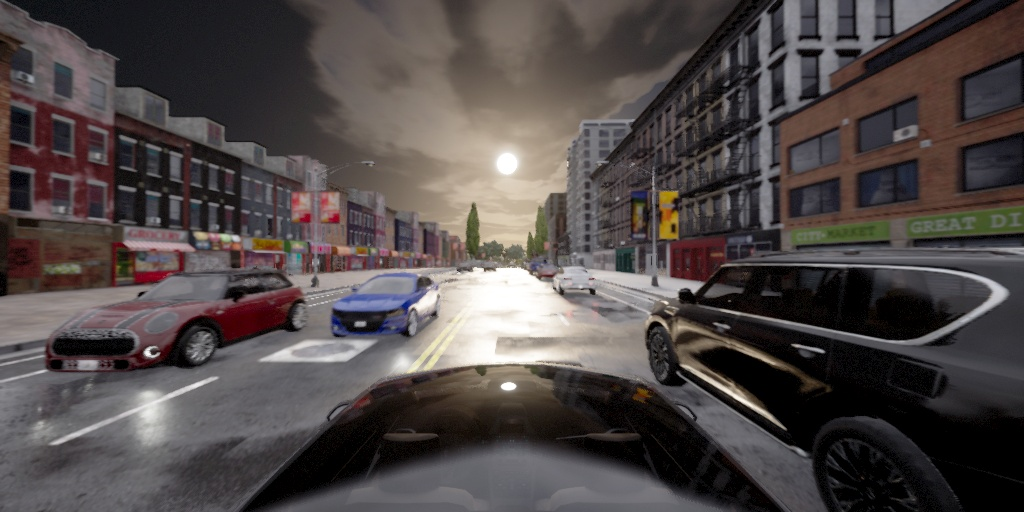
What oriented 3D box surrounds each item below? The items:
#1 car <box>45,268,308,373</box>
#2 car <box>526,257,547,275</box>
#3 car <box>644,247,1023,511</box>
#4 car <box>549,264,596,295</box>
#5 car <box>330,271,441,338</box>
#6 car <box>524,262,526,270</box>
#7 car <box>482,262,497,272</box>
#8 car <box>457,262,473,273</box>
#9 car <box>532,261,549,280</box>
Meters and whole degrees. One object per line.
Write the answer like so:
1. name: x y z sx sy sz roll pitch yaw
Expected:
1. car: -6.602 1.107 7.826 2.097 1.767 4.553 0 0 0
2. car: 3.234 1.207 43.866 2.150 2.045 5.566 0 -1 0
3. car: 3.348 0.971 3.847 2.150 2.045 5.566 0 0 0
4. car: 3.343 1.295 19.806 1.812 1.442 4.674 0 -1 0
5. car: -3.353 1.236 10.428 1.882 1.535 5.008 0 0 0
6. car: 3.230 1.582 55.022 1.801 1.575 5.366 0 -1 0
7. car: -3.326 1.612 53.655 1.837 1.490 4.892 0 -1 0
8. car: -6.579 1.620 50.789 2.033 1.411 5.357 0 -1 0
9. car: 3.238 1.415 32.832 1.994 1.385 4.181 0 -1 0
